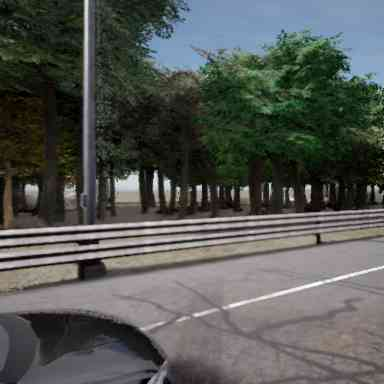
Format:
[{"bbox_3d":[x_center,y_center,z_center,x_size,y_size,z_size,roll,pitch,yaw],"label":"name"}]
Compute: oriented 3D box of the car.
[{"bbox_3d":[-2.383,1.488,2.016,4.902,1.511,2.128,0,0,-36],"label":"car"}]
